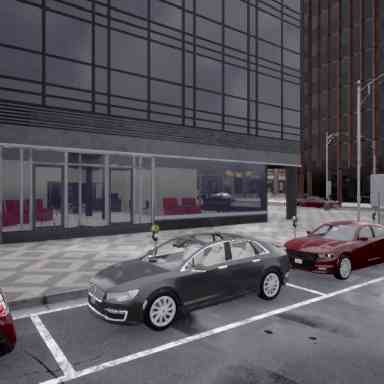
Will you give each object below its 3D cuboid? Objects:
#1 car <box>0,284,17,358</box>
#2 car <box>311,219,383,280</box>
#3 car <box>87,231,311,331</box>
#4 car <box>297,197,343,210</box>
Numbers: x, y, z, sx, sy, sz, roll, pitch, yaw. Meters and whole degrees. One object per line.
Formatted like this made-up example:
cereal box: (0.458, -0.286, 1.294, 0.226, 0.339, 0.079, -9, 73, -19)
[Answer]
car: (-4.293, 1.440, 3.587, 4.097, 1.590, 1.967, 0, 0, -36)
car: (4.586, 1.545, 9.933, 4.507, 1.381, 1.887, 0, 0, -36)
car: (0.147, 1.551, 6.760, 4.403, 1.369, 2.008, 0, 0, -36)
car: (13.614, 1.209, 35.767, 1.895, 1.301, 4.718, 0, 1, -36)
